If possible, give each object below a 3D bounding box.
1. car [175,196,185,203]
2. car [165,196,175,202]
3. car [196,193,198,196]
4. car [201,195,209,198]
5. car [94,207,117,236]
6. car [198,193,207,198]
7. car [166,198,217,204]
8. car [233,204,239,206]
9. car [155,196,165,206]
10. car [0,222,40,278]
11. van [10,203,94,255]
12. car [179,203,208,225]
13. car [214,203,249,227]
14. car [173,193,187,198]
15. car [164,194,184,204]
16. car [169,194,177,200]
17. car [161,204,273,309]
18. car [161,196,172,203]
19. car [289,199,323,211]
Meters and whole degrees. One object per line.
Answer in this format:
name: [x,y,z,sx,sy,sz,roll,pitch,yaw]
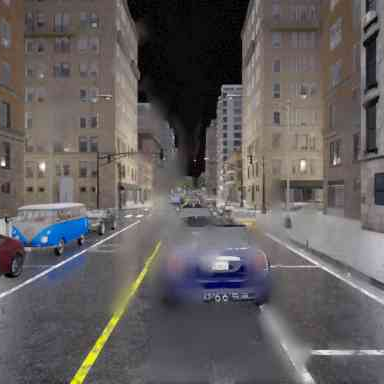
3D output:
car: [-2.540,1.519,70.556,1.812,1.442,4.674,0,0,0]
car: [-5.152,1.543,79.012,2.008,1.369,4.403,0,0,0]
car: [2.890,1.306,84.673,2.192,1.841,5.009,0,0,0]
car: [2.787,1.549,50.583,2.008,1.369,4.403,0,0,0]
car: [-5.336,1.550,18.324,2.008,1.369,4.403,0,0,0]
car: [2.856,1.434,73.309,1.967,1.590,4.097,0,0,0]
car: [0.123,1.351,15.390,2.097,1.767,4.553,0,0,0]
car: [2.698,1.525,18.471,1.752,1.417,4.829,0,0,0]
car: [-5.221,1.523,56.117,1.752,1.417,4.829,0,0,0]
car: [-5.371,1.582,7.511,1.802,1.307,4.206,0,0,0]
van: [-5.354,1.340,12.917,1.690,1.788,3.998,0,0,0]
car: [0.092,1.563,25.052,1.994,1.385,4.181,0,0,0]
car: [2.709,1.550,23.707,2.008,1.369,4.403,0,0,0]
car: [-2.641,1.219,60.451,2.150,2.045,5.566,0,0,1]
car: [-2.692,1.476,50.462,1.882,1.535,5.008,0,0,0]
car: [-5.118,1.429,90.374,1.967,1.590,4.097,0,0,0]
car: [0.328,1.352,8.123,2.097,1.767,4.553,0,0,-5]
car: [-5.186,1.562,67.649,1.947,1.339,4.313,0,0,0]
car: [13.705,1.515,38.313,4.718,1.301,1.895,0,0,0]
